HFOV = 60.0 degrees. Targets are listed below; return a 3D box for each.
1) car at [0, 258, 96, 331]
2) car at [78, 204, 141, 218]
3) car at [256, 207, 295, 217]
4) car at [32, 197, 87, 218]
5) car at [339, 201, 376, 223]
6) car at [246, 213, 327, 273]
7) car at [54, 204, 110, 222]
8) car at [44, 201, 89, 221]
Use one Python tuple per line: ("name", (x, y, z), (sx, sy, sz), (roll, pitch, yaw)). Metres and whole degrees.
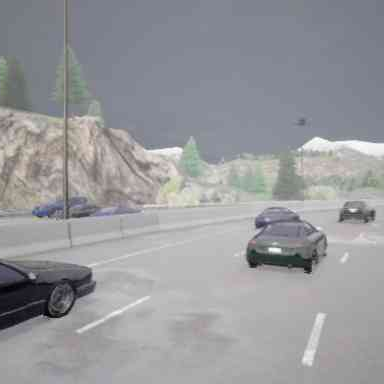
("car", (-3.881, 1.596, 4.945), (2.033, 1.411, 5.357), (0, 0, 25))
("car", (-5.590, 1.709, 24.090), (1.812, 1.442, 4.674), (-1, 0, 32))
("car", (5.705, 1.689, 21.940), (1.994, 1.385, 4.181), (-1, 0, 33))
("car", (-12.663, 1.489, 32.590), (2.150, 2.045, 5.566), (-1, 0, 33))
("car", (13.476, 1.480, 26.964), (2.097, 1.767, 4.553), (0, 0, 36))
("car", (3.304, 1.627, 11.193), (1.994, 1.385, 4.181), (0, 0, 28))
("car", (-9.949, 1.843, 30.341), (1.895, 1.301, 4.718), (0, 0, 33))
("car", (-8.592, 1.712, 25.883), (1.837, 1.490, 4.892), (-1, -1, 32))
